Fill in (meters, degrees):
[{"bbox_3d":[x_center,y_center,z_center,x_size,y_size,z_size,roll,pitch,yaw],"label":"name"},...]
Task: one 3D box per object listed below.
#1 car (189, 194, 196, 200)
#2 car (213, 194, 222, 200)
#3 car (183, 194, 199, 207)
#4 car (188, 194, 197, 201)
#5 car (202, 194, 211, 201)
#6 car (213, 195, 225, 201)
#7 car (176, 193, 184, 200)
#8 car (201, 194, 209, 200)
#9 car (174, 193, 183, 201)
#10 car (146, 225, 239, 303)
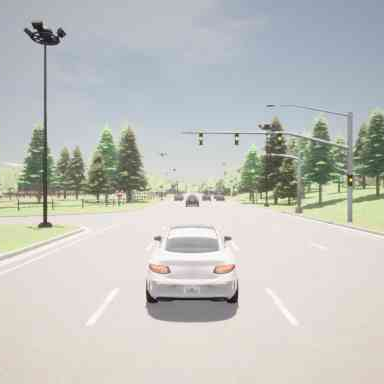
[{"bbox_3d":[0.106,1.332,93.001,1.837,1.490,4.892,0,0,0],"label":"car"},{"bbox_3d":[7.106,1.385,92.993,1.994,1.385,4.181,0,0,0],"label":"car"},{"bbox_3d":[0.059,1.352,51.938,2.097,1.767,4.553,0,0,0],"label":"car"},{"bbox_3d":[0.095,1.348,82.968,2.097,1.767,4.553,0,0,0],"label":"car"},{"bbox_3d":[3.595,1.348,82.964,2.097,1.767,4.553,0,0,0],"label":"car"},{"bbox_3d":[7.094,1.517,82.573,2.128,1.511,4.902,0,0,0],"label":"car"},{"bbox_3d":[-3.394,1.188,92.975,2.097,1.767,4.553,0,0,0],"label":"car"},{"bbox_3d":[3.606,1.372,92.997,2.033,1.411,5.357,0,0,0],"label":"car"},{"bbox_3d":[-3.405,1.544,82.969,1.994,1.385,4.181,0,0,0],"label":"car"},{"bbox_3d":[0.015,1.526,8.065,1.812,1.442,4.674,0,0,0],"label":"car"}]
